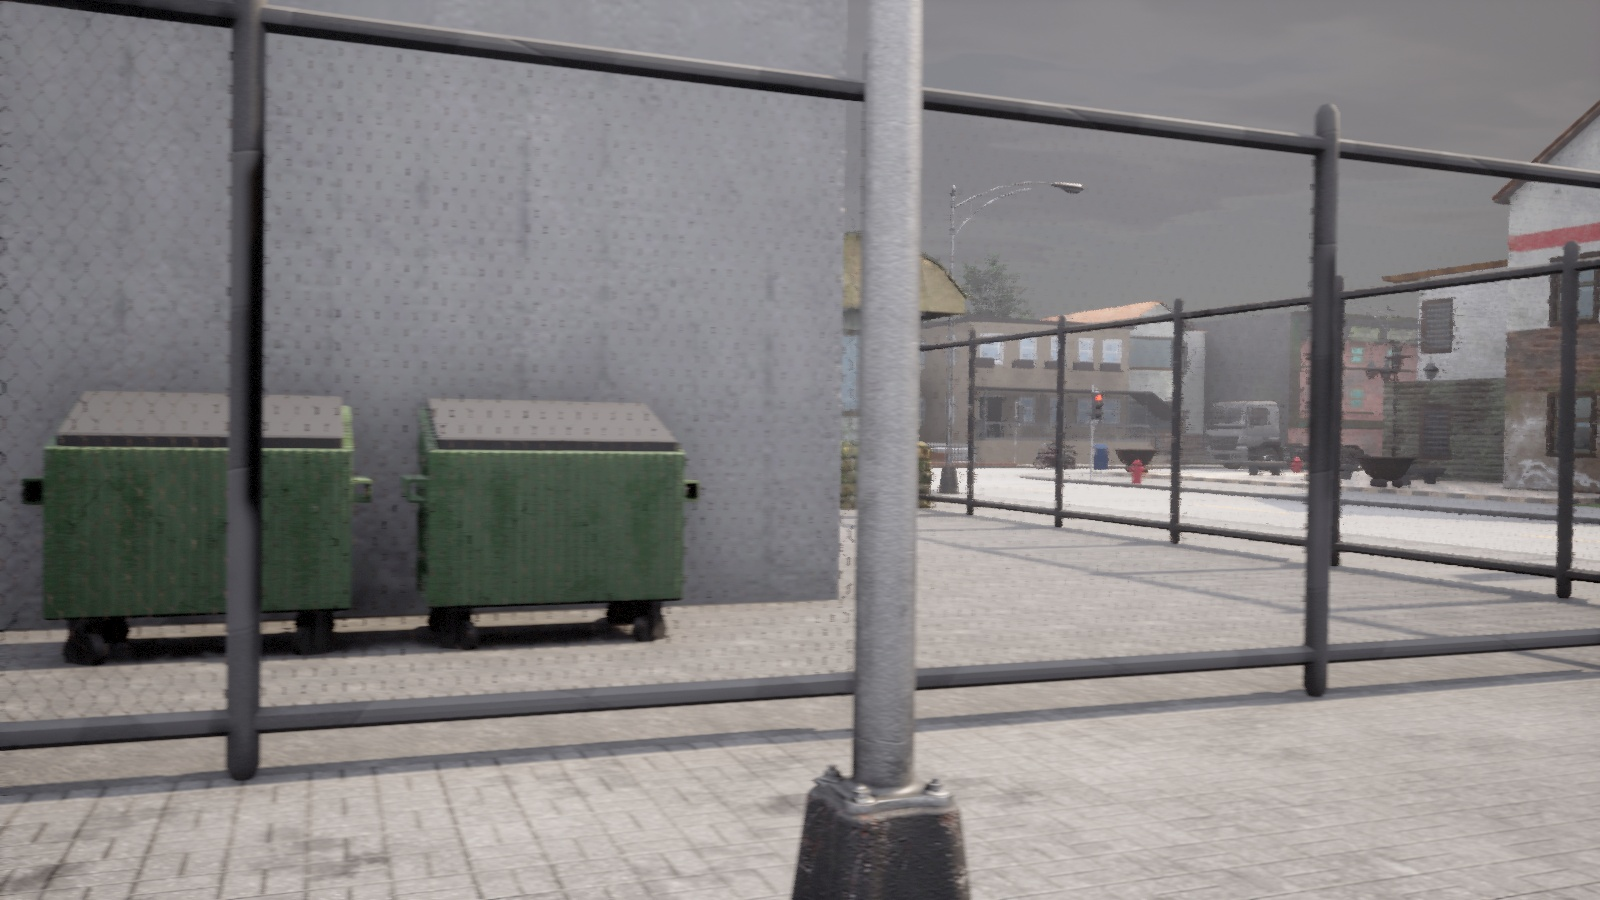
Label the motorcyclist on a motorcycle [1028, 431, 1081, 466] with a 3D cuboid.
[{"bbox_3d":[11.473,-0.066,56.637,2.191,1.530,0.866,-1,1,-21],"label":"motorcyclist on a motorcycle"}]

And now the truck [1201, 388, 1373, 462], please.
[{"bbox_3d":[23.777,-1.232,61.311,7.936,3.462,2.891,-1,1,-21],"label":"truck"}]
